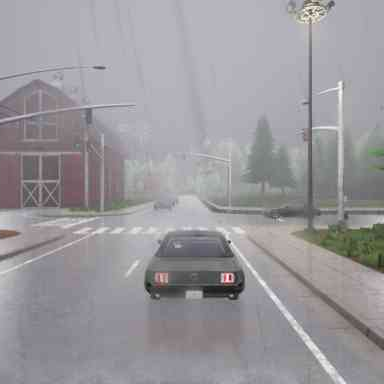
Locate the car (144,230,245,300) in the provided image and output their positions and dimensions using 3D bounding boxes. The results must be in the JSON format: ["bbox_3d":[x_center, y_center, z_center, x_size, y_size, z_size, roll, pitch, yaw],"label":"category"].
[{"bbox_3d":[0.063,1.601,8.339,1.895,1.301,4.718,0,0,0],"label":"car"}]

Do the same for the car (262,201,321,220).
[{"bbox_3d":[8.060,1.499,27.006,4.674,1.442,1.812,0,0,-1],"label":"car"}]

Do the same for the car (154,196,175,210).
[{"bbox_3d":[-3.614,1.564,42.150,1.994,1.385,4.181,0,0,0],"label":"car"}]

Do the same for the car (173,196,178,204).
[{"bbox_3d":[-3.611,1.505,52.171,1.837,1.490,4.892,0,0,0],"label":"car"}]
